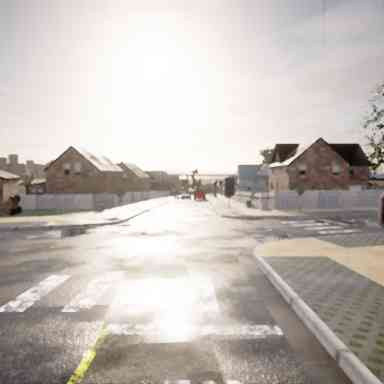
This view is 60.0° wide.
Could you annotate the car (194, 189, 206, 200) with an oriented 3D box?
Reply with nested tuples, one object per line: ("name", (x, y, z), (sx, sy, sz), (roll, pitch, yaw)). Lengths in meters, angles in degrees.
("car", (1.460, 0.514, 62.493), (2.150, 2.045, 5.566), (0, 0, 3))

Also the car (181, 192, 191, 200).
("car", (-1.103, 0.803, 66.767), (2.033, 1.411, 5.357), (0, 0, 3))
